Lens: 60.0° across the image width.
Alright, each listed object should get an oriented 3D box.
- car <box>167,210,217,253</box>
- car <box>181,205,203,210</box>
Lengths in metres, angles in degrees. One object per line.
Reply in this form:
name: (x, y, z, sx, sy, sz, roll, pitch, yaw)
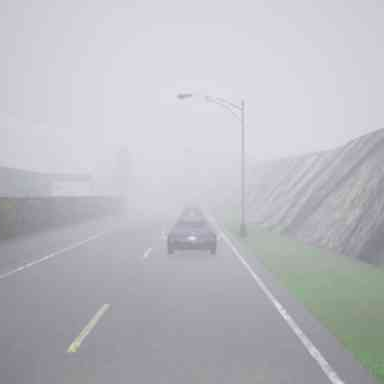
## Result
car: (0.004, 1.701, 14.302, 1.994, 1.385, 4.181, 0, 0, 0)
car: (0.004, 1.842, 29.257, 1.994, 1.385, 4.181, 0, 0, 0)
